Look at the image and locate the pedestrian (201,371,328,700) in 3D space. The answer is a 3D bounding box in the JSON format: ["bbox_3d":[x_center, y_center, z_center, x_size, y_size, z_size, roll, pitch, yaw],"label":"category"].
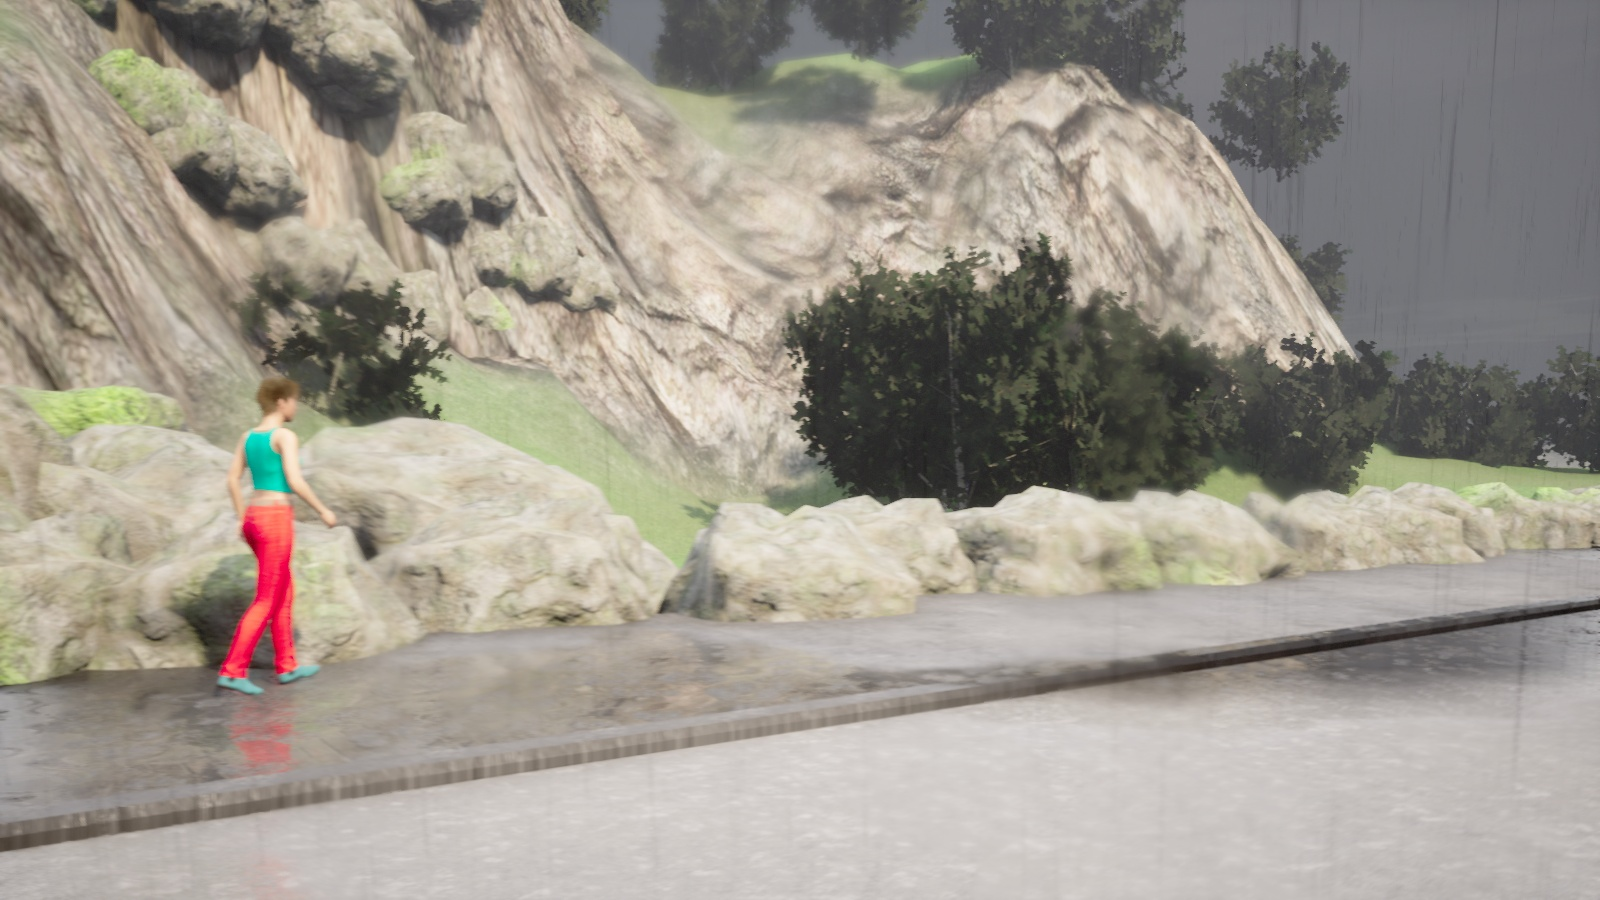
[{"bbox_3d":[-3.127,0.479,7.346,0.345,1.836,0.594,0,0,41],"label":"pedestrian"}]
